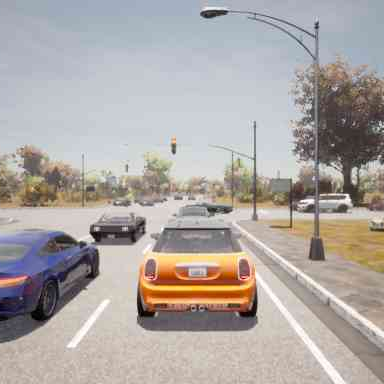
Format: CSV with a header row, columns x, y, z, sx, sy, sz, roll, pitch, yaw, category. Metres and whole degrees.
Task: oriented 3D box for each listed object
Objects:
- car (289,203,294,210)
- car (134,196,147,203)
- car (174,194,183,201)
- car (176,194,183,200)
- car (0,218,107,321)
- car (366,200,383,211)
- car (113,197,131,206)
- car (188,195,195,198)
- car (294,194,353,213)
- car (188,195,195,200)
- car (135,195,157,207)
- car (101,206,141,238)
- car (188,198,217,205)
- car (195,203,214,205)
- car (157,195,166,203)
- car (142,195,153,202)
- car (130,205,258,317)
x,y,z,sx,sy,sz,roll,pitch,yaw,category
14.037,1.504,39.631,4.892,1.490,1.837,0,0,3,car
-10.584,1.504,68.523,1.837,1.490,4.892,0,0,0,car
-3.599,1.492,84.597,1.837,1.490,4.892,0,0,0,car
-3.571,1.374,95.005,1.812,1.442,4.674,0,0,1,car
-3.409,1.526,7.161,1.812,1.442,4.674,0,0,0,car
22.927,1.555,39.159,4.181,1.385,1.994,0,0,3,car
-10.794,1.491,51.553,2.128,1.511,4.902,0,0,4,car
-0.099,1.552,84.730,1.994,1.385,4.181,0,0,0,car
14.422,1.221,36.103,5.566,2.045,2.150,0,0,3,car
-0.073,1.595,94.768,1.895,1.301,4.718,0,0,1,car
-7.123,1.491,52.340,2.128,1.511,4.902,0,0,-1,car
-3.420,1.601,16.319,1.895,1.301,4.718,0,0,0,car
1.823,1.601,34.169,4.718,1.301,1.895,0,0,26,car
0.079,1.505,16.587,1.837,1.490,4.892,0,0,0,car
-7.085,1.352,69.261,2.097,1.767,4.553,0,0,0,car
-10.597,1.552,79.897,1.994,1.385,4.181,0,0,0,car
0.091,1.352,7.629,2.097,1.767,4.553,0,0,0,car
